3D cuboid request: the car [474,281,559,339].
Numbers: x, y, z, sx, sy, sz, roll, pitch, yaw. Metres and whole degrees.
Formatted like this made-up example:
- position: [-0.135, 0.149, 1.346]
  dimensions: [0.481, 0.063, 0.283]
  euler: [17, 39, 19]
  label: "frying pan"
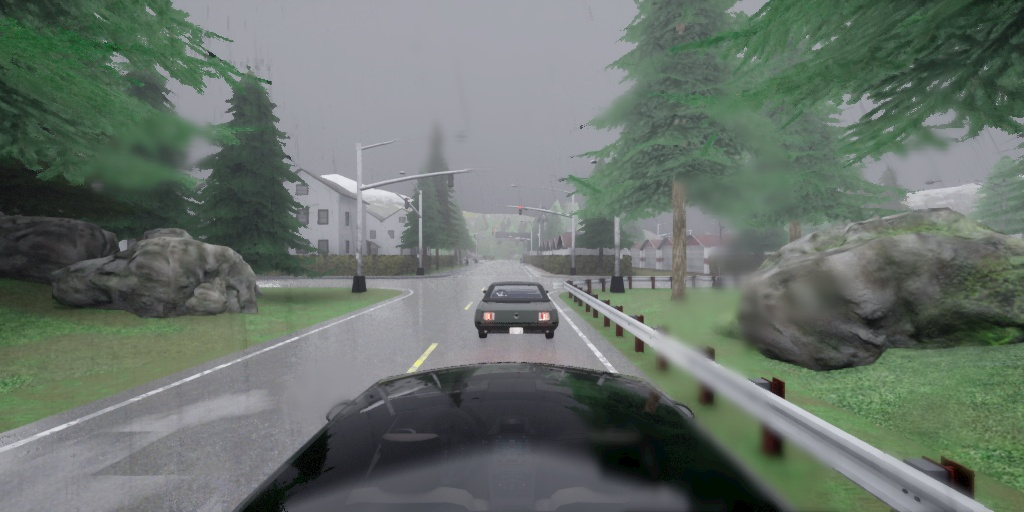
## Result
- position: [0.106, 1.351, 10.081]
  dimensions: [1.895, 1.301, 4.718]
  euler: [0, 0, 0]
  label: "car"
